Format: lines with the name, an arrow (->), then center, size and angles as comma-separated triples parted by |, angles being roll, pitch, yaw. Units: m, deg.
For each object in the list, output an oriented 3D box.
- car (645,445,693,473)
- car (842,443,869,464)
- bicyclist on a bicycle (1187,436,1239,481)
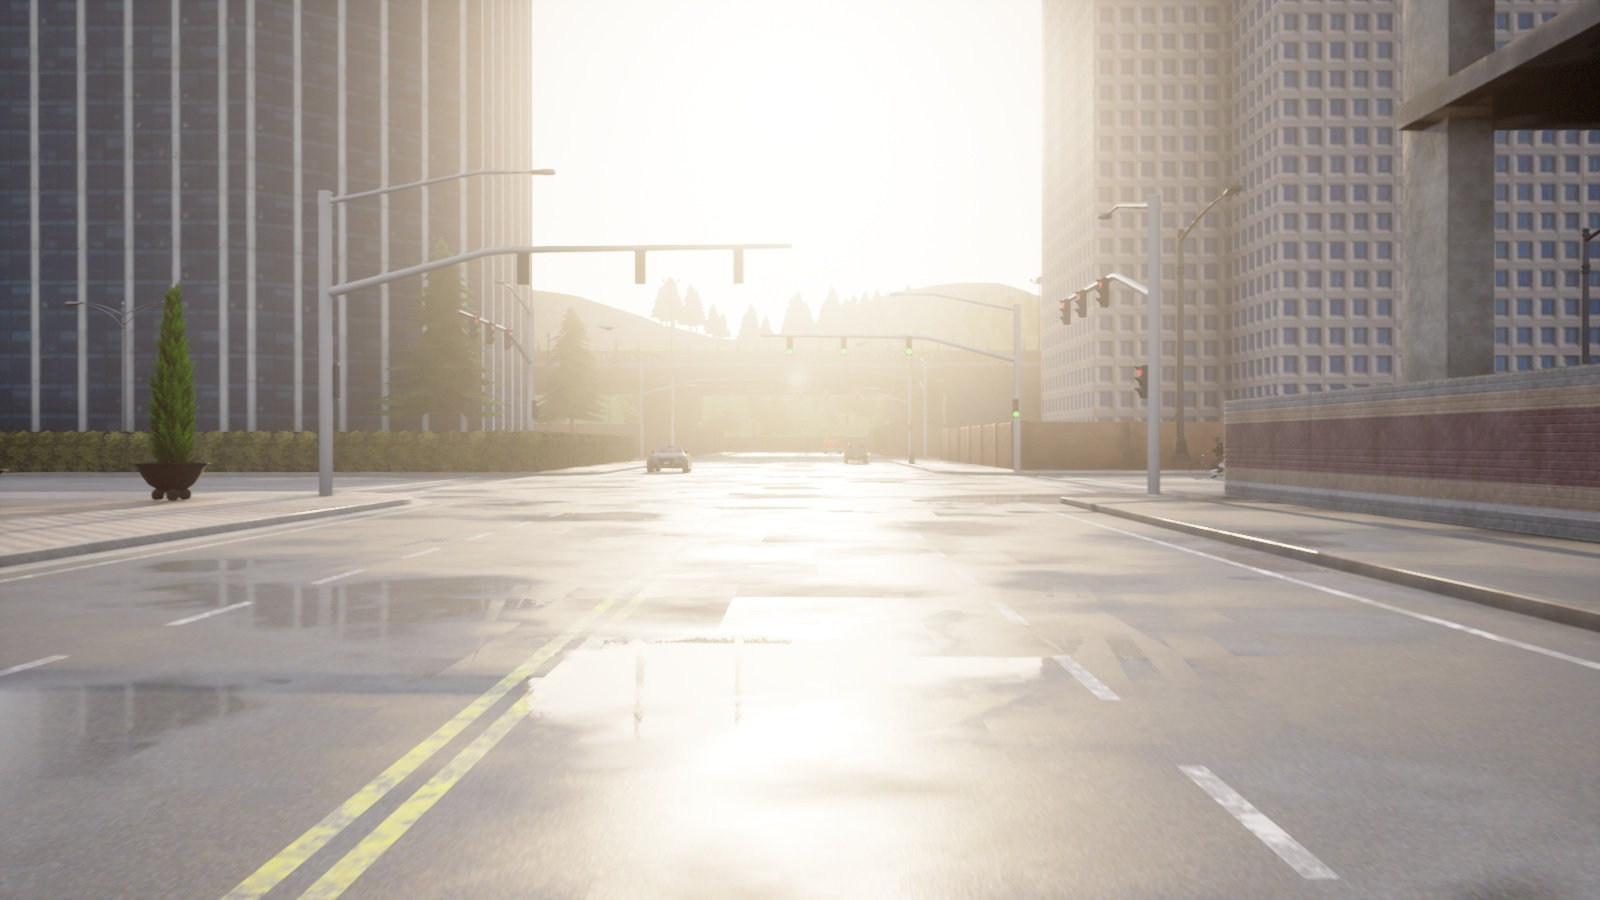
car -> -6.620, 0.444, 64.073 | 1.994, 1.385, 4.181 | 0, 0, 0
car -> 4.036, 0.249, 91.241 | 1.845, 1.501, 3.633 | 0, 0, 0
bicyclist on a bicycle -> 16.630, 0.345, 50.592 | 1.843, 1.776, 0.659 | 0, 0, 1
